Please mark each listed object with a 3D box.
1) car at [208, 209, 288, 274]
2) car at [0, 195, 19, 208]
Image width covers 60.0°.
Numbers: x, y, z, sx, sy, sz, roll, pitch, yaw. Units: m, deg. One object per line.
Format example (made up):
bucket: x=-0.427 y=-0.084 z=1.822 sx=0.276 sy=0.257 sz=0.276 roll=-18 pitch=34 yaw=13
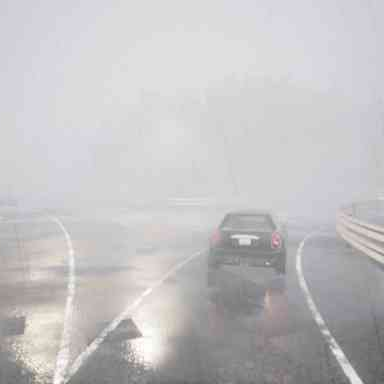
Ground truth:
car: x=1.964 y=1.307 z=10.730 sx=2.097 sy=1.767 sz=4.553 roll=1 pitch=0 yaw=16
car: x=-22.500 y=1.075 z=40.444 sx=1.882 sy=1.535 sz=5.008 roll=0 pitch=0 yaw=-39
